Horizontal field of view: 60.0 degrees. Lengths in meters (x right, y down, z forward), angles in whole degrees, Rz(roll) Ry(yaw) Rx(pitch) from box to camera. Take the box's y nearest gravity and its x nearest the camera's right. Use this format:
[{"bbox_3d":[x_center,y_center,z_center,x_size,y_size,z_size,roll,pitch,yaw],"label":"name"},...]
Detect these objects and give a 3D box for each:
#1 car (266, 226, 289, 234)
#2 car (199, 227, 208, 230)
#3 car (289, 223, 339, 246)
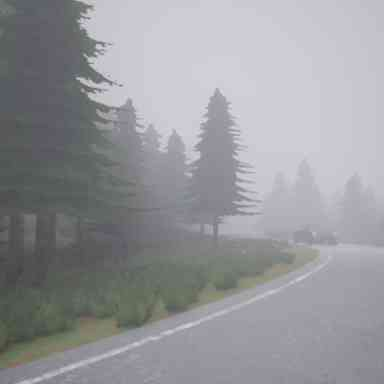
[{"bbox_3d":[10.448,4.756,39.170,2.097,1.767,4.553,2,-6,-21],"label":"car"},{"bbox_3d":[2.007,7.705,66.343,2.097,1.767,4.553,1,-6,11],"label":"car"},{"bbox_3d":[9.724,3.328,26.388,2.097,1.767,4.553,2,-7,-2],"label":"car"}]
